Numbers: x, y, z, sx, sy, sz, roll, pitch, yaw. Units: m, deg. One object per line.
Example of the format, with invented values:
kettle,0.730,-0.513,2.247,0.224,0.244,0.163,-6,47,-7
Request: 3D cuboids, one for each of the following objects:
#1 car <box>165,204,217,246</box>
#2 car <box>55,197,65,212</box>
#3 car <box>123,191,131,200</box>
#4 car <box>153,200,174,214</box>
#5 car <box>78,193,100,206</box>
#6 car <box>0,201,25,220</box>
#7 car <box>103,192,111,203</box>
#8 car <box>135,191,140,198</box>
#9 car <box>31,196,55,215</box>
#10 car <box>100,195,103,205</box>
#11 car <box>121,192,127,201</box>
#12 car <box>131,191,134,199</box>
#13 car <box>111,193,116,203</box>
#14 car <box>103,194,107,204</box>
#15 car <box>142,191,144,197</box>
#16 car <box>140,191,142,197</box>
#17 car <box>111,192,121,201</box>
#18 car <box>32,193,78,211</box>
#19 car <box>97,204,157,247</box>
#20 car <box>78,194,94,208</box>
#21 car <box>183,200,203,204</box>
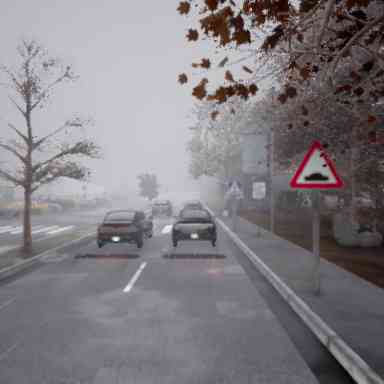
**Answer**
car,0.101,1.507,15.331,2.128,1.511,4.902,0,0,0
car,-16.838,1.561,36.584,4.674,1.452,2.002,-1,0,-20
car,-16.787,0.904,72.624,5.566,2.045,2.435,-1,1,-20
car,-2.897,1.525,33.146,2.128,1.511,4.902,0,0,0
car,-16.854,1.215,48.583,5.566,2.045,2.435,-1,1,-20
car,-16.815,1.551,27.587,4.792,1.488,2.163,-1,0,-20
car,-16.851,1.246,57.596,4.553,1.767,2.185,-1,1,-20
car,-16.826,0.752,84.593,5.566,2.045,2.435,-1,1,-20
car,-17.008,1.524,33.511,5.366,1.575,1.946,-1,0,-20
car,-16.849,1.468,51.585,4.792,1.488,2.163,-1,1,-20
car,-16.784,1.228,69.625,4.792,1.488,2.163,-1,1,-20
car,-16.631,1.107,75.679,5.366,1.575,1.946,-1,1,-20
car,-16.819,1.372,60.609,4.674,1.452,2.002,-1,1,-20
car,-16.823,1.451,54.610,4.674,1.452,2.002,-1,0,-20
car,-16.826,0.791,93.607,4.553,1.767,2.185,-1,0,-20
car,-16.765,0.816,90.621,4.553,1.767,2.185,-1,1,-20
car,-16.807,1.289,63.609,5.008,1.535,2.097,-1,1,-20
car,-16.809,1.266,39.603,5.566,2.045,2.435,-1,0,-20
car,-2.899,1.528,15.093,1.837,1.490,4.892,0,0,0
car,-16.655,1.481,45.658,5.366,1.575,1.946,-1,0,-20
car,0.103,1.538,33.233,1.837,1.490,4.892,0,0,0
